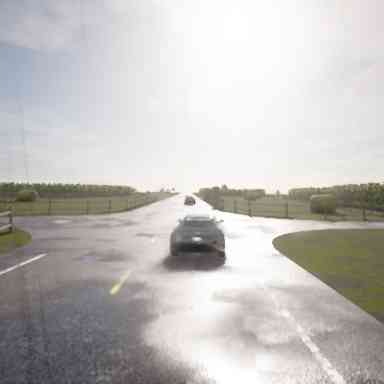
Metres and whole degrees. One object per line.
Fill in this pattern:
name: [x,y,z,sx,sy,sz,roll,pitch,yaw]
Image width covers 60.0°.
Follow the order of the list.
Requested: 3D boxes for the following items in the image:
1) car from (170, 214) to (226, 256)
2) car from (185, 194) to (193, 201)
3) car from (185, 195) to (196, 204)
car: [0.339,1.554,13.202,1.994,1.385,4.181,0,0,5]
car: [-0.722,1.393,84.748,2.128,1.511,4.902,0,0,-1]
car: [-0.340,1.493,60.564,1.994,1.385,4.181,0,0,-1]
